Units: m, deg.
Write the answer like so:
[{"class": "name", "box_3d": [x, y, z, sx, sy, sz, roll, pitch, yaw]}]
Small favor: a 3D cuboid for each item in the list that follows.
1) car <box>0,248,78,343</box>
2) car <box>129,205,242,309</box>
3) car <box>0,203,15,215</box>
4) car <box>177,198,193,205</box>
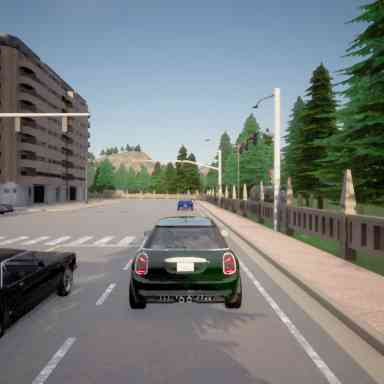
[{"class": "car", "box_3d": [-3.548, 1.601, 5.660, 1.895, 1.301, 4.718, 0, 0, -1]}, {"class": "car", "box_3d": [-0.133, 1.352, 8.033, 2.097, 1.767, 4.553, 0, 0, 0]}, {"class": "car", "box_3d": [-20.439, 1.603, 32.672, 5.357, 1.411, 2.033, 0, 0, -1]}, {"class": "car", "box_3d": [-0.846, 1.477, 42.243, 1.882, 1.535, 5.008, 0, 0, -1]}]
